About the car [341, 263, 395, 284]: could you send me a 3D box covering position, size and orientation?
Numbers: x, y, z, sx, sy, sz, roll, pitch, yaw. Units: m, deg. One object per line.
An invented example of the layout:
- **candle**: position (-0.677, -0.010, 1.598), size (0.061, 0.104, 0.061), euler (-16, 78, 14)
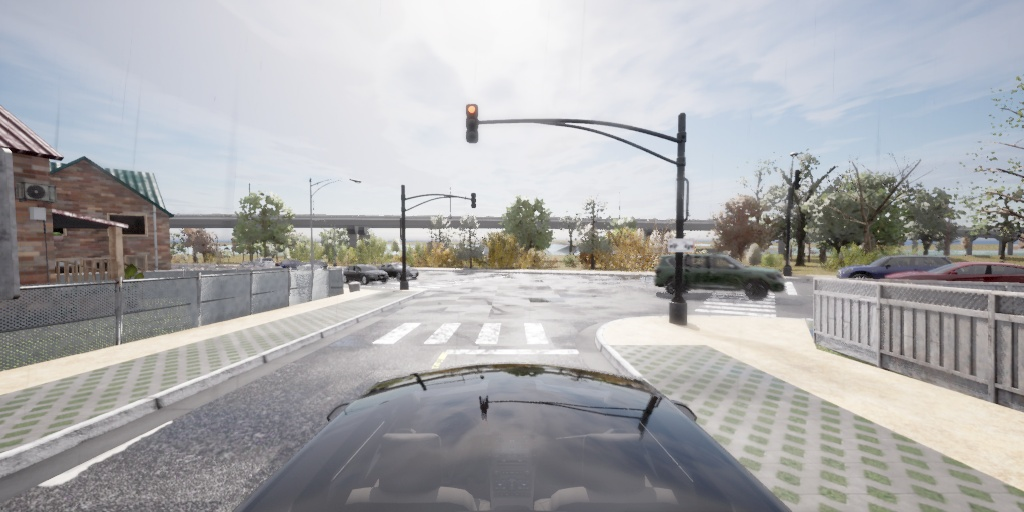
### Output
- **car**: position (-12.198, 1.470, 29.593), size (4.892, 1.490, 1.837), euler (0, 2, 36)

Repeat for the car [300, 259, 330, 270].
- **car**: position (-30.152, 1.325, 54.832), size (4.902, 1.511, 2.128), euler (-1, 2, 36)

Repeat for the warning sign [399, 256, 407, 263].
- **warning sign**: position (-14.233, 0.726, 46.794), size (1.060, 1.860, 1.300), euler (0, 0, 36)

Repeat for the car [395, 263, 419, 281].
- **car**: position (-10.428, 1.347, 32.322), size (4.902, 1.511, 2.128), euler (0, 2, 36)

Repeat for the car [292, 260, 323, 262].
- **car**: position (-23.096, 1.466, 41.546), size (4.892, 1.490, 1.837), euler (0, 2, 36)

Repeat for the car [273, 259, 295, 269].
- **car**: position (-32.716, 1.300, 52.802), size (4.553, 1.767, 2.097), euler (0, 2, 36)

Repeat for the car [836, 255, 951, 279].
- **car**: position (19.831, 0.757, 18.576), size (4.553, 1.767, 2.097), euler (0, 2, 36)

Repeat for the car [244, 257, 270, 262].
- **car**: position (-38.053, 1.509, 52.546), size (4.553, 1.767, 2.097), euler (-1, 2, 36)

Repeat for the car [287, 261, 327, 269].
- **car**: position (-19.712, 1.554, 35.070), size (4.674, 1.442, 1.812), euler (0, 2, 36)

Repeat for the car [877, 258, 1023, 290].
- **car**: position (19.185, 0.983, 15.033), size (5.008, 1.535, 1.882), euler (-1, 2, 36)

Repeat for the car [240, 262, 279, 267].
- **car**: position (-30.094, 1.718, 42.637), size (4.718, 1.301, 1.895), euler (-1, 2, 36)

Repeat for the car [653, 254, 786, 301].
- **car**: position (9.875, 0.907, 17.525), size (5.566, 2.045, 2.150), euler (0, 2, 37)
